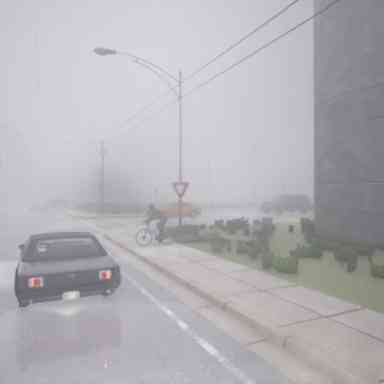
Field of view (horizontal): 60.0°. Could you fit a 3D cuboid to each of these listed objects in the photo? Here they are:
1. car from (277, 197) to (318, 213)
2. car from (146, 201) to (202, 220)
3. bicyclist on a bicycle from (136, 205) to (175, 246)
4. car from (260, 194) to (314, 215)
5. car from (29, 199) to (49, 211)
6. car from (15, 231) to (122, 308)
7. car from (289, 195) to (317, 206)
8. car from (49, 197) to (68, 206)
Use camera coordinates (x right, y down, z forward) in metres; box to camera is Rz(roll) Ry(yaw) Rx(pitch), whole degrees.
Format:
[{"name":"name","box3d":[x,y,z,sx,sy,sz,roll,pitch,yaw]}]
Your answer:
[{"name":"car","box3d":[12.927,1.544,40.979,2.242,1.667,4.611,0,0,-26]},{"name":"car","box3d":[-1.535,1.540,29.152,5.008,1.535,1.882,0,0,-27]},{"name":"bicyclist on a bicycle","box3d":[-1.455,1.330,13.267,1.656,1.620,0.582,0,0,-26]},{"name":"car","box3d":[9.825,1.278,34.827,5.566,2.045,2.150,0,0,-26]},{"name":"car","box3d":[-19.564,1.642,42.281,1.812,1.442,4.674,0,0,-26]},{"name":"car","box3d":[-3.186,1.623,8.135,1.895,1.301,4.718,0,0,-26]},{"name":"car","box3d":[19.645,1.400,59.062,1.932,1.855,4.605,0,0,-26]},{"name":"car","box3d":[-22.756,1.593,56.057,1.882,1.535,5.008,0,0,10]}]
